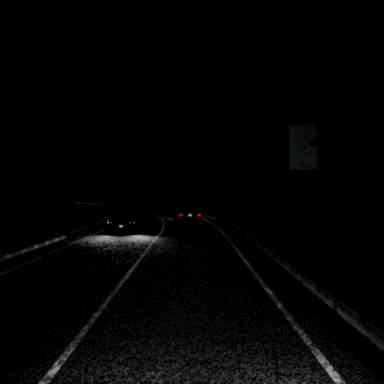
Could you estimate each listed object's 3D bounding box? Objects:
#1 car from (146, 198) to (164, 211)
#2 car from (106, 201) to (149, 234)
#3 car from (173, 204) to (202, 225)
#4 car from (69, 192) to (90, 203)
[{"bbox_3d":[-4.966,1.570,42.215,2.128,1.511,4.902,2,-1,-22],"label":"car"},{"bbox_3d":[-3.820,1.536,19.784,1.837,1.490,4.892,0,0,-3],"label":"car"},{"bbox_3d":[-0.400,1.611,24.728,2.033,1.411,5.357,1,0,-6],"label":"car"},{"bbox_3d":[-20.106,0.955,59.479,2.097,1.767,4.553,5,-2,-44],"label":"car"}]
